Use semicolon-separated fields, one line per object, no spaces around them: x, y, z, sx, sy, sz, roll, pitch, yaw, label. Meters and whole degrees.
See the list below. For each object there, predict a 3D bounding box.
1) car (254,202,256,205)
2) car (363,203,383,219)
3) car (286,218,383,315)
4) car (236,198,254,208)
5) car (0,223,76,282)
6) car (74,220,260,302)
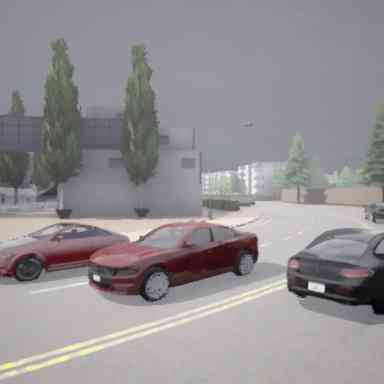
10.809;1.964;65.928;2.033;1.411;5.357;0;0;-12;car
15.166;1.625;26.796;1.837;1.490;4.892;0;0;18;car
3.893;1.564;7.668;4.674;1.442;1.812;0;0;-45;car
8.487;1.839;56.716;1.882;1.535;5.008;0;-1;-7;car
-3.923;1.657;10.146;4.181;1.385;1.994;0;0;-41;car
-0.216;1.543;8.751;5.008;1.535;1.882;0;0;-44;car
